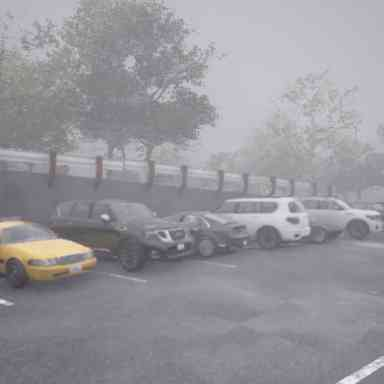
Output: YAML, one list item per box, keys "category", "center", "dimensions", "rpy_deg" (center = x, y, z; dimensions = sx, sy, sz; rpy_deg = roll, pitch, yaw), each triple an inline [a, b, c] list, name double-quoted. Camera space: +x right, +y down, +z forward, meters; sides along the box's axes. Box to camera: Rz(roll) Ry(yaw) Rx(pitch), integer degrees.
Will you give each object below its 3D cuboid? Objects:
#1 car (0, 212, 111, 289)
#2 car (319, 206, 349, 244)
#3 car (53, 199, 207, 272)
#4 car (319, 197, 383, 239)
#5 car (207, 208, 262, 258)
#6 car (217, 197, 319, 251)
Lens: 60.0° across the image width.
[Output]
- category: "car"
  center: [-4.912, 1.487, 9.296]
  dimensions: [5.366, 1.575, 1.946]
  rpy_deg: [-1, -1, 35]
- category: "car"
  center: [4.810, 1.575, 16.389]
  dimensions: [4.792, 1.488, 2.163]
  rpy_deg: [-1, -1, 35]
- category: "car"
  center: [-2.581, 1.254, 11.132]
  dimensions: [5.566, 2.045, 2.435]
  rpy_deg: [-1, -1, 35]
- category: "car"
  center: [7.271, 1.308, 18.147]
  dimensions: [5.566, 2.045, 2.435]
  rpy_deg: [-1, -1, 35]
- category: "car"
  center: [-0.140, 1.520, 12.886]
  dimensions: [4.892, 1.521, 2.231]
  rpy_deg: [-1, -1, 35]
- category: "car"
  center: [2.295, 1.281, 14.676]
  dimensions: [5.566, 2.045, 2.435]
  rpy_deg: [-1, -1, 34]
